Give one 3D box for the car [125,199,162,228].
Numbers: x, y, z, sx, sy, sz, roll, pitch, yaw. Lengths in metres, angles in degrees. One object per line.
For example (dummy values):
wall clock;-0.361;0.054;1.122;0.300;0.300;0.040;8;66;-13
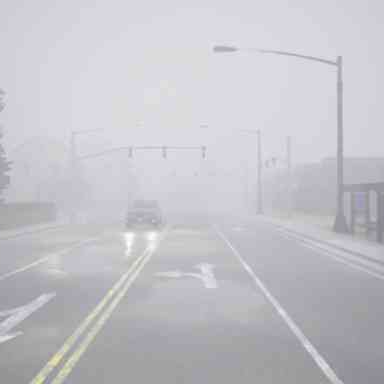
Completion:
car;-3.531;1.573;25.289;2.150;2.045;5.566;0;-1;0
